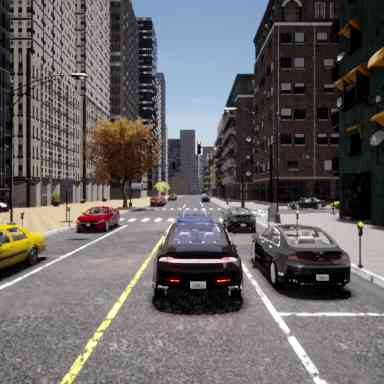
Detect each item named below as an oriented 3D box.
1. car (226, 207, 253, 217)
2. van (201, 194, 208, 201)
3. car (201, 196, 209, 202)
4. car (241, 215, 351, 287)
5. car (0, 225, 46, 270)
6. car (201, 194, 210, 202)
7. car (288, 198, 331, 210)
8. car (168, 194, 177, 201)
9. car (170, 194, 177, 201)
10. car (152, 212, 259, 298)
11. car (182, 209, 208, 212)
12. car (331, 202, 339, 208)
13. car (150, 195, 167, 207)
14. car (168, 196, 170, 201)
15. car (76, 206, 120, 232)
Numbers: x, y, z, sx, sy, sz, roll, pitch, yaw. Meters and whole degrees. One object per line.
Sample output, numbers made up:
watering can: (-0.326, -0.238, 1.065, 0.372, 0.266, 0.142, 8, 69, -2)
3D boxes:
car: (2.786, 1.555, 20.182, 2.008, 1.369, 4.403, 0, 0, 0)
van: (3.113, 1.424, 85.707, 1.690, 1.788, 3.998, 0, 0, 0)
car: (3.086, 1.598, 80.353, 1.752, 1.417, 4.829, 0, 0, 0)
car: (2.732, 1.552, 9.116, 2.008, 1.369, 4.403, 0, 0, 0)
car: (-5.649, 1.526, 8.988, 1.752, 1.417, 4.829, 0, 0, 0)
car: (3.058, 1.630, 74.660, 1.947, 1.339, 4.313, 0, 0, 0)
car: (13.620, 1.359, 39.534, 4.403, 1.369, 2.008, -1, 1, 0)
car: (-5.241, 1.409, 91.271, 2.192, 1.841, 5.009, 0, 0, 0)
car: (-5.268, 1.649, 85.749, 1.947, 1.339, 4.313, 0, 0, 0)
car: (0.130, 1.492, 8.518, 2.128, 1.511, 4.902, 0, 0, 0)
car: (0.167, 1.605, 18.636, 1.895, 1.301, 4.718, 0, 0, 1)
car: (19.017, 1.259, 39.562, 4.829, 1.417, 1.752, -1, 1, 0)
car: (-5.433, 1.349, 52.611, 2.192, 1.841, 5.009, 0, 0, 0)
car: (-5.405, 1.607, 58.134, 1.947, 1.339, 4.313, 0, 0, 0)
car: (-5.594, 1.549, 20.224, 1.887, 1.381, 4.507, 0, 0, 0)
